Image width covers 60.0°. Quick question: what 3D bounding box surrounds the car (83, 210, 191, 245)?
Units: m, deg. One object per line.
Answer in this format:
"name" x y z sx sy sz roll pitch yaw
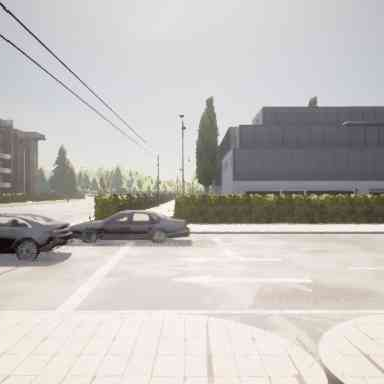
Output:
"car" -2.715 1.547 15.070 5.357 1.411 2.033 0 0 0

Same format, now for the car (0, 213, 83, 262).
"car" -6.668 1.491 11.498 4.902 1.511 2.128 0 0 -1
